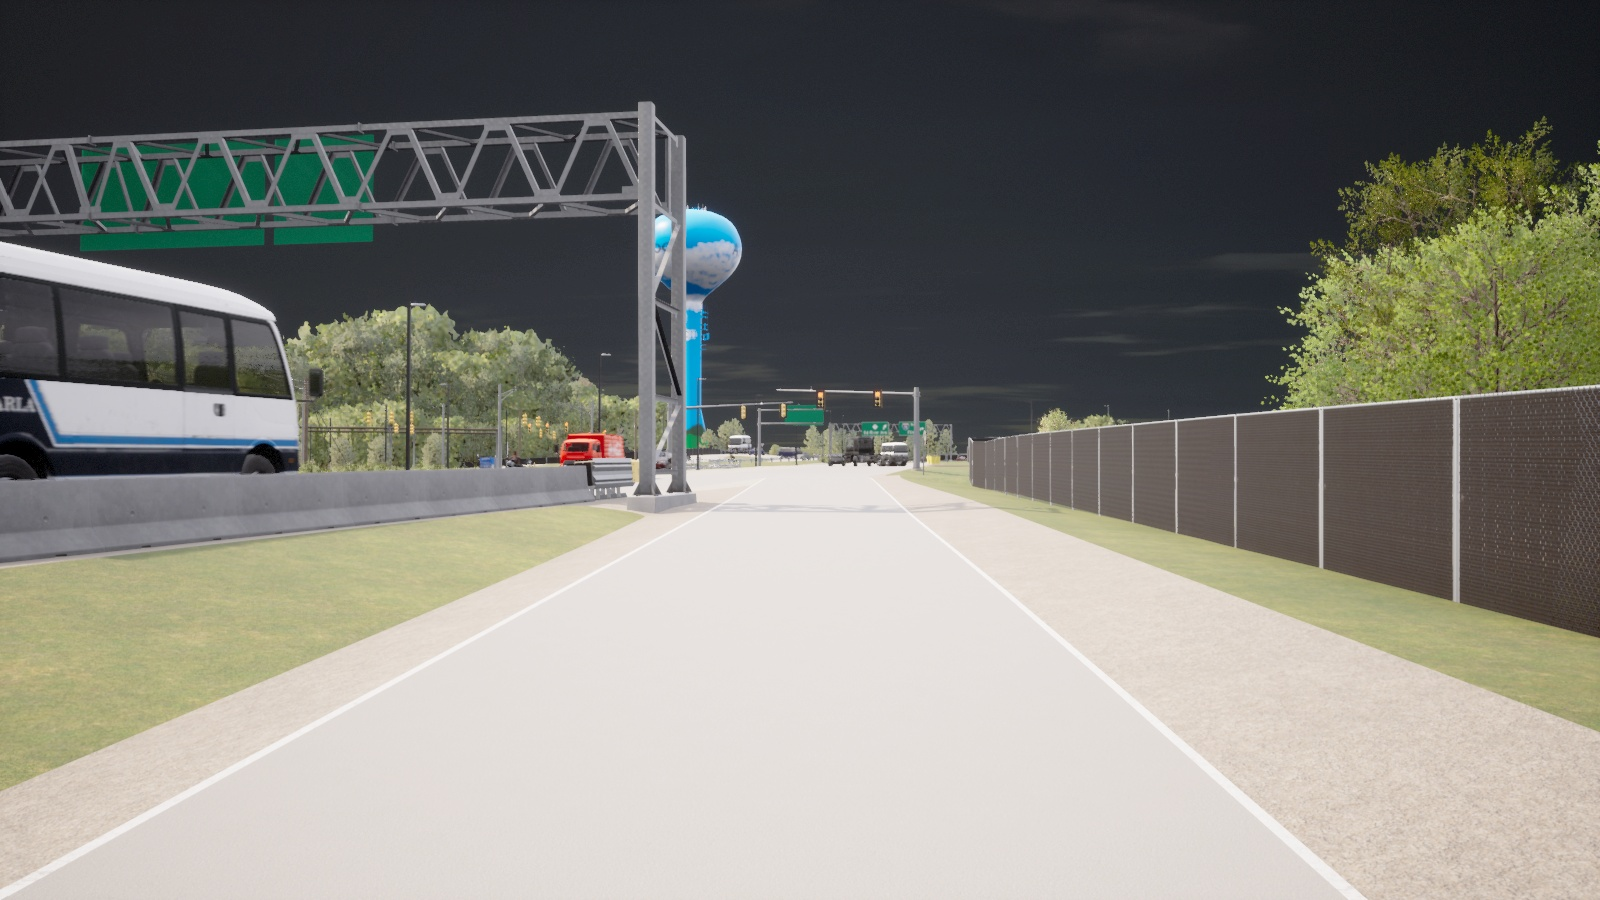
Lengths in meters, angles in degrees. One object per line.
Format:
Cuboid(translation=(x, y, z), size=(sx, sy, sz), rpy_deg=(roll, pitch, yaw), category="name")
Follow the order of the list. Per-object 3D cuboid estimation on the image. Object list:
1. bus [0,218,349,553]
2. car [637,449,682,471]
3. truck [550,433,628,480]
Cuboid(translation=(-11.556, -0.800, 19.691), size=(3.944, 4.253, 10.273), rpy_deg=(0, 0, 9), category="bus")
Cuboid(translation=(-10.652, 0.772, 95.423), size=(2.152, 1.651, 5.027), rpy_deg=(0, 0, 9), category="car")
Cuboid(translation=(-11.321, 0.356, 67.744), size=(2.627, 2.467, 5.204), rpy_deg=(0, 0, 9), category="truck")
